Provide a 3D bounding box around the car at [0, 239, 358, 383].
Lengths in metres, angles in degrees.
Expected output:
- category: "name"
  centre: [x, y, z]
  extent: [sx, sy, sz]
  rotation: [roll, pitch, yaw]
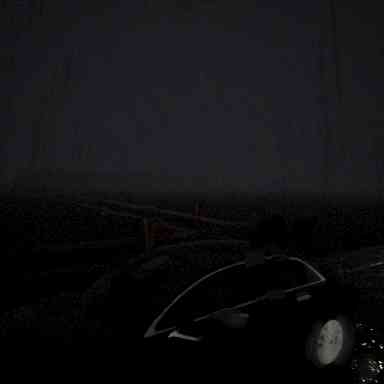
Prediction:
- category: "car"
  centre: [0.026, 1.416, 3.981]
  extent: [4.892, 1.490, 1.837]
  rotation: [-1, 1, -34]
